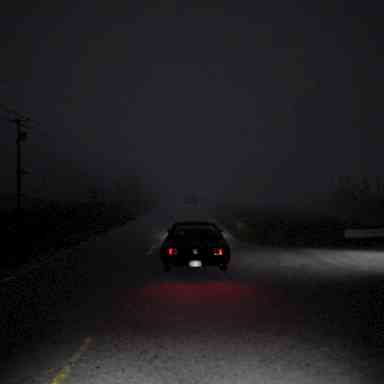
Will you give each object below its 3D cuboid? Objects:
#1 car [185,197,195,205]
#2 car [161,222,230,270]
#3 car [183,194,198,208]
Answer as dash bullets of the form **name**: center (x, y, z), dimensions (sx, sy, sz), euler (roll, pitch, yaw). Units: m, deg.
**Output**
- **car**: center (-0.393, 1.700, 63.428), dimensions (1.837, 1.490, 4.892), euler (0, 0, -1)
- **car**: center (0.095, 1.629, 11.037), dimensions (1.895, 1.301, 4.718), euler (0, 0, 0)
- **car**: center (-0.282, 1.385, 52.901), dimensions (2.150, 2.045, 5.566), euler (0, 0, -1)
